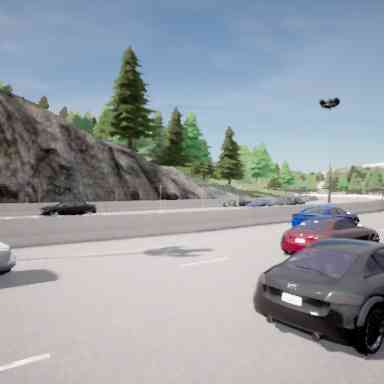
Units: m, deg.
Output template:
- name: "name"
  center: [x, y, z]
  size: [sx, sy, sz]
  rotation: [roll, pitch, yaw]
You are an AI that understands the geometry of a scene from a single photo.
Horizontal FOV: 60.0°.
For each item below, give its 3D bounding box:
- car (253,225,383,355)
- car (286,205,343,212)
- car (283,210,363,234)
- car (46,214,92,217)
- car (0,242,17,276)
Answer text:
- name: "car"
  center: [3.094, 1.571, 6.192]
  size: [4.181, 1.385, 1.994]
  rotation: [0, 0, -37]
- name: "car"
  center: [7.638, 1.500, 18.853]
  size: [5.008, 1.535, 1.882]
  rotation: [0, 0, -40]
- name: "car"
  center: [5.148, 1.579, 12.250]
  size: [4.181, 1.385, 1.994]
  rotation: [0, 0, -39]
- name: "car"
  center: [-11.312, 1.540, 30.679]
  size: [5.008, 1.535, 1.882]
  rotation: [0, 0, -39]
- name: "car"
  center: [-6.712, 1.621, 7.626]
  size: [4.718, 1.301, 1.895]
  rotation: [0, 0, -35]
